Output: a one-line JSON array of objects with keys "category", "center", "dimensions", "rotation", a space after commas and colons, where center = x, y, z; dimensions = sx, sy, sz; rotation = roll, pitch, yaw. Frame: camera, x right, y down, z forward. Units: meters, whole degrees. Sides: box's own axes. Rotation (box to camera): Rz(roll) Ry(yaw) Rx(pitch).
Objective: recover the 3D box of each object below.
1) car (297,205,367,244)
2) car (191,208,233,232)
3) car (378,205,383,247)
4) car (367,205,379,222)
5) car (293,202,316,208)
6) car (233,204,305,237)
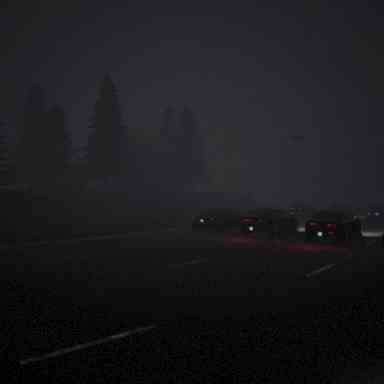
[{"category": "car", "center": [7.339, 1.667, 17.086], "dimensions": [1.837, 1.490, 4.892], "rotation": [0, 0, 38]}, {"category": "car", "center": [1.832, 1.713, 21.408], "dimensions": [1.994, 1.385, 4.181], "rotation": [0, 0, 38]}, {"category": "car", "center": [9.963, 1.513, 14.760], "dimensions": [2.097, 1.767, 4.553], "rotation": [0, -1, 38]}, {"category": "car", "center": [16.389, 1.844, 28.657], "dimensions": [2.033, 1.411, 5.357], "rotation": [0, 0, 38]}, {"category": "car", "center": [11.072, 1.781, 33.214], "dimensions": [2.128, 1.511, 4.902], "rotation": [0, 0, 38]}, {"category": "car", "center": [4.584, 1.662, 19.244], "dimensions": [1.837, 1.490, 4.892], "rotation": [0, 0, 38]}]
